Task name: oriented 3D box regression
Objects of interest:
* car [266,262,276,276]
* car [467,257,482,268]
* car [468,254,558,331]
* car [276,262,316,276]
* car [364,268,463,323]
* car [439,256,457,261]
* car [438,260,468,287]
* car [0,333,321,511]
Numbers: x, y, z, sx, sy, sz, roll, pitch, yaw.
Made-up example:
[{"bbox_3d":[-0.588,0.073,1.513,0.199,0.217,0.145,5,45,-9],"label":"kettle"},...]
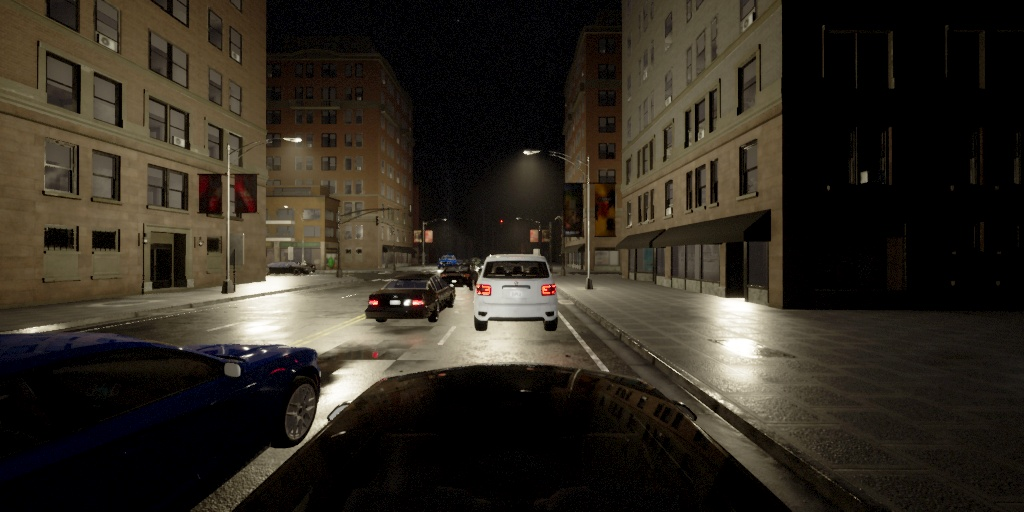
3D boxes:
[{"bbox_3d":[-25.416,1.169,34.109,4.097,1.591,1.967,0,0,0],"label":"car"},{"bbox_3d":[-6.568,1.092,63.109,2.097,1.767,4.553,0,0,0],"label":"car"},{"bbox_3d":[0.100,0.971,11.090,2.150,2.045,5.566,0,0,0],"label":"car"},{"bbox_3d":[-23.141,1.288,36.638,5.357,1.411,2.033,0,0,0],"label":"car"},{"bbox_3d":[-3.153,1.297,12.159,2.033,1.411,5.357,0,0,0],"label":"car"},{"bbox_3d":[-9.837,0.964,54.889,2.150,2.045,5.566,0,0,0],"label":"car"},{"bbox_3d":[-3.150,1.227,22.012,1.882,1.535,5.008,0,0,0],"label":"car"},{"bbox_3d":[-3.152,1.228,2.196,1.882,1.535,5.008,0,0,0],"label":"car"}]
